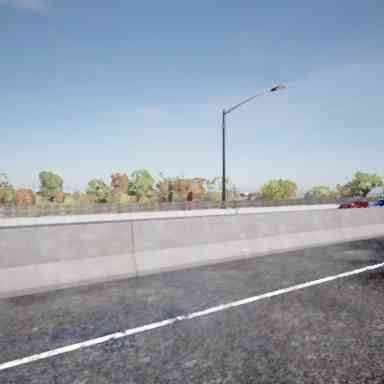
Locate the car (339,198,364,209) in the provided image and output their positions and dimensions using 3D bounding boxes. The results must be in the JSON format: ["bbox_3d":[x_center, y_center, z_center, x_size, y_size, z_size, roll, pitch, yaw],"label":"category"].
[{"bbox_3d":[18.847,1.437,38.400,4.181,1.385,1.994,0,0,-34],"label":"car"}]

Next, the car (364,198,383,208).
[{"bbox_3d":[20.692,1.400,35.425,4.674,1.442,1.812,0,0,-34],"label":"car"}]
